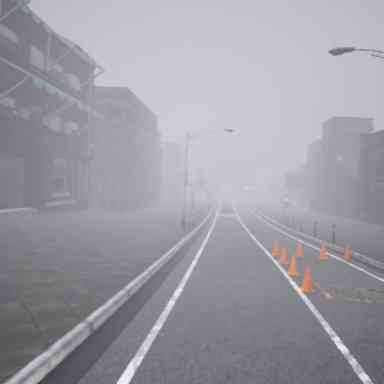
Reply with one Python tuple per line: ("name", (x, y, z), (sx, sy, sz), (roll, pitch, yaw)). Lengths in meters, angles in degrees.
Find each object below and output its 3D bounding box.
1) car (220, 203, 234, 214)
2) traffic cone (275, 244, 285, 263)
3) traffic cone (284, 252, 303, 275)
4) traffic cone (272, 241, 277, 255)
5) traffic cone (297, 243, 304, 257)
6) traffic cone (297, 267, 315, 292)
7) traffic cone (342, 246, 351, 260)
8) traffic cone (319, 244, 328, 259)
("car", (5.612, 2.620, 53.084), (1.837, 1.490, 4.892), (3, 1, 6))
("traffic cone", (3.487, 2.399, 12.674), (0.340, 0.580, 0.340), (3, -2, 7))
("traffic cone", (3.255, 2.331, 10.686), (0.340, 0.580, 0.340), (3, -1, 7))
("traffic cone", (3.719, 2.472, 14.668), (0.340, 0.580, 0.340), (3, -2, 7))
("traffic cone", (4.710, 2.520, 14.543), (0.340, 0.580, 0.340), (3, -2, 7))
("traffic cone", (3.022, 2.271, 8.701), (0.340, 0.580, 0.340), (3, -1, 7))
("traffic cone", (6.691, 2.617, 14.309), (0.340, 0.580, 0.340), (3, -2, 7))
("traffic cone", (5.701, 2.568, 14.426), (0.340, 0.580, 0.340), (3, -2, 7))
